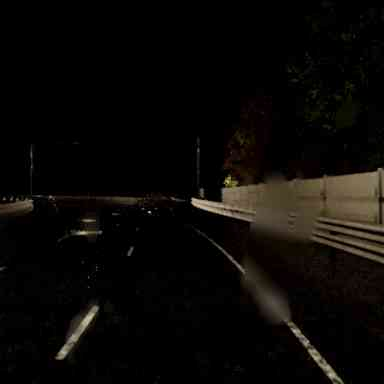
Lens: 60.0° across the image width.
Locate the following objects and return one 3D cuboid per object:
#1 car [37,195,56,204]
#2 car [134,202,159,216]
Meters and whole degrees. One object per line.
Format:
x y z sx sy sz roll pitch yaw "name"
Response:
-28.045 1.540 65.088 2.128 1.511 4.902 0 0 -39 "car"
-4.606 1.604 33.240 1.895 1.301 4.718 0 0 -16 "car"
